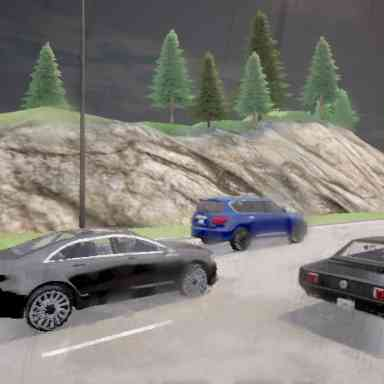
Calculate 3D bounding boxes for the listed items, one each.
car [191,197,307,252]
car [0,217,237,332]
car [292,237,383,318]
[{"bbox_3d":[2.515,1.219,14.157,5.566,2.045,2.150,0,0,-36],"label":"car"},{"bbox_3d":[-1.655,1.491,6.869,4.902,1.511,2.128,0,0,-36],"label":"car"},{"bbox_3d":[4.400,1.600,6.895,4.718,1.301,1.895,0,0,-36],"label":"car"}]
